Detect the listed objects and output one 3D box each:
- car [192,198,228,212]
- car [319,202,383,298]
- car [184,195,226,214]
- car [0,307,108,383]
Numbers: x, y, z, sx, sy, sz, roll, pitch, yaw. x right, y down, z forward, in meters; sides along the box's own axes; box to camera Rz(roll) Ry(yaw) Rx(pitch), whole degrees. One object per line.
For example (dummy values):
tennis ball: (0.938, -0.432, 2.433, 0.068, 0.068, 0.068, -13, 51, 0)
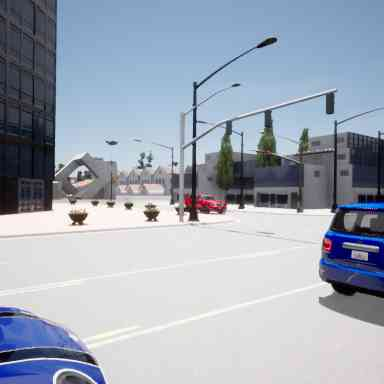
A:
car: (2.174, 1.620, 41.761, 1.882, 1.535, 5.008, 1, -1, -34)
car: (5.200, 1.239, 7.507, 5.566, 2.045, 2.150, 0, 0, -35)
car: (1.299, 1.314, 36.715, 2.150, 2.045, 5.566, 1, -1, -35)
car: (-2.729, 1.352, 1.796, 4.553, 1.767, 2.097, 0, 0, -35)
